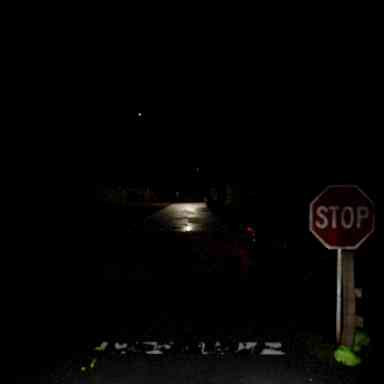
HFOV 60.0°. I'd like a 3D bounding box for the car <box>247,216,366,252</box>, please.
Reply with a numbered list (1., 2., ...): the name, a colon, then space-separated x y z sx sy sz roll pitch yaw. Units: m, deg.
1. car: 4.720 1.635 13.547 4.718 1.301 1.895 0 1 1
